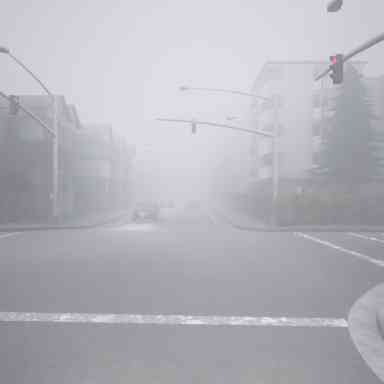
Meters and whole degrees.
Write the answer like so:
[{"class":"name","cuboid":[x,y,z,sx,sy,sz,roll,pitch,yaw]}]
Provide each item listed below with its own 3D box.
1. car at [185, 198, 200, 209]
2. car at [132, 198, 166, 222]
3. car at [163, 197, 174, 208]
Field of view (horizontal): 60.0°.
[{"class":"car","cuboid":[0.104,1.526,45.561,1.812,1.442,4.674,0,0,0]},{"class":"car","cuboid":[-3.595,1.492,26.742,2.128,1.511,4.902,0,0,0]},{"class":"car","cuboid":[-3.544,1.492,47.739,2.128,1.511,4.902,0,0,0]}]
